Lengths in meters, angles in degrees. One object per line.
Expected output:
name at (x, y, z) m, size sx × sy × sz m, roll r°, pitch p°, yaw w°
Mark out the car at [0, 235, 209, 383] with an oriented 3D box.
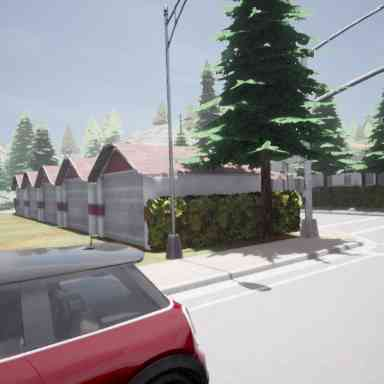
car at (-2.127, 1.357, 2.480) m, size 4.553 × 1.767 × 2.097 m, roll -2°, pitch 1°, yaw -36°
